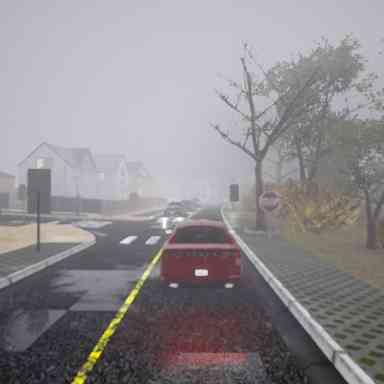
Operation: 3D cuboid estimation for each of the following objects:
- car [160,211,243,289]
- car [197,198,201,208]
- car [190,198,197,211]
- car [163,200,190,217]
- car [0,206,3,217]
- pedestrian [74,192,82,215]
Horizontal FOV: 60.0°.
[{"bbox_3d":[0.236,1.523,9.357,1.882,1.535,5.008,0,0,1],"label":"car"},{"bbox_3d":[0.359,1.768,55.326,2.097,1.767,4.553,0,-1,7],"label":"car"},{"bbox_3d":[-0.773,1.765,44.321,1.882,1.535,5.008,0,-1,4],"label":"car"},{"bbox_3d":[-1.644,1.721,33.992,1.812,1.442,4.674,0,0,6],"label":"car"},{"bbox_3d":[-14.560,0.925,20.845,5.008,1.535,1.882,3,-1,1],"label":"car"},{"bbox_3d":[-9.146,0.908,26.593,0.375,1.860,0.375,0,-3,1],"label":"pedestrian"}]
